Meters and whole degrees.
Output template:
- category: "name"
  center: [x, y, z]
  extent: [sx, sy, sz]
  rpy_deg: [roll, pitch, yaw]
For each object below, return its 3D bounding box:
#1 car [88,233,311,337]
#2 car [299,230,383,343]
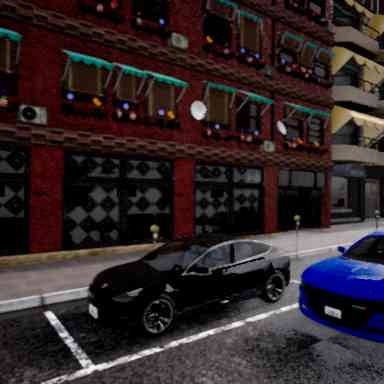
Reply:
- category: "car"
  center: [0.177, 1.564, 6.670]
  extent: [4.313, 1.339, 1.947]
  rpy_deg: [0, 1, -35]
- category: "car"
  center: [4.089, 1.474, 6.279]
  extent: [5.008, 1.535, 1.882]
  rpy_deg: [0, 0, -35]
